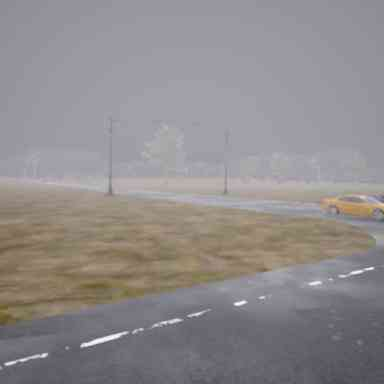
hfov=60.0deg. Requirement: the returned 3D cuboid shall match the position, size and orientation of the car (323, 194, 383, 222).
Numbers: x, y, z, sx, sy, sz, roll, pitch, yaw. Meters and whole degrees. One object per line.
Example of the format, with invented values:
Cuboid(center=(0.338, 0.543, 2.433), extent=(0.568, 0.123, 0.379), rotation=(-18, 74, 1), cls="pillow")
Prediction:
Cuboid(center=(11.267, 0.959, 22.188), extent=(1.882, 1.535, 5.008), rotation=(0, 3, -34), cls="car")
